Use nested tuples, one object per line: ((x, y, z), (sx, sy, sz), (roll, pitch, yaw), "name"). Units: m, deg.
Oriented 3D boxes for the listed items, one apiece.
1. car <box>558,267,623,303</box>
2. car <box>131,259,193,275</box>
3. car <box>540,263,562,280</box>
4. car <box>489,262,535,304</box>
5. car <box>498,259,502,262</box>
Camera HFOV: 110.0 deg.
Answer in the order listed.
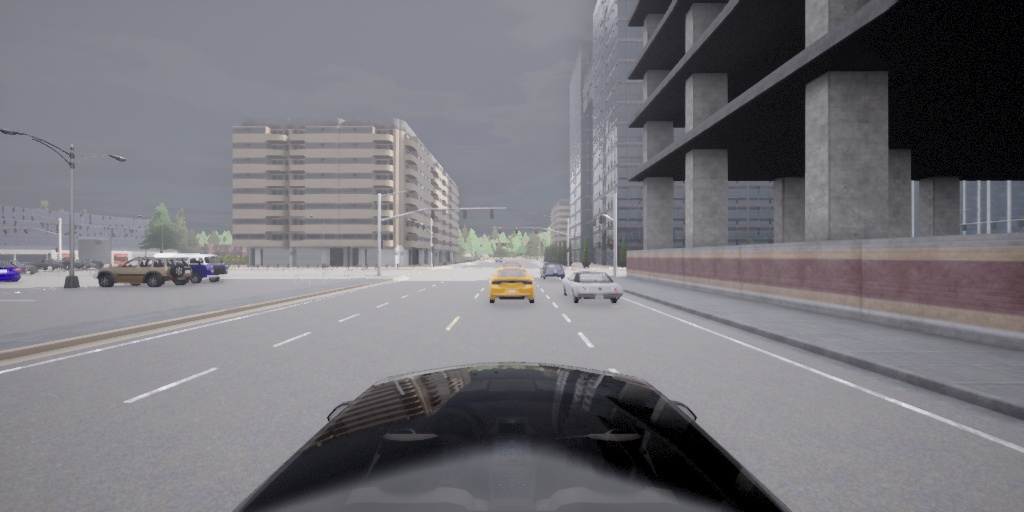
((3.500, 1.365, 16.530), (1.895, 1.301, 4.718), (0, 0, 0), "car")
((-44.774, 1.367, 45.976), (5.357, 1.411, 2.033), (0, 0, 0), "car")
((3.500, 1.312, 31.502), (2.033, 1.411, 5.357), (0, 0, 0), "car")
((0.000, 1.234, 16.500), (1.882, 1.535, 5.008), (0, 0, 0), "car")
((0.000, 1.234, 31.502), (1.882, 1.535, 5.008), (0, 0, 0), "car")
